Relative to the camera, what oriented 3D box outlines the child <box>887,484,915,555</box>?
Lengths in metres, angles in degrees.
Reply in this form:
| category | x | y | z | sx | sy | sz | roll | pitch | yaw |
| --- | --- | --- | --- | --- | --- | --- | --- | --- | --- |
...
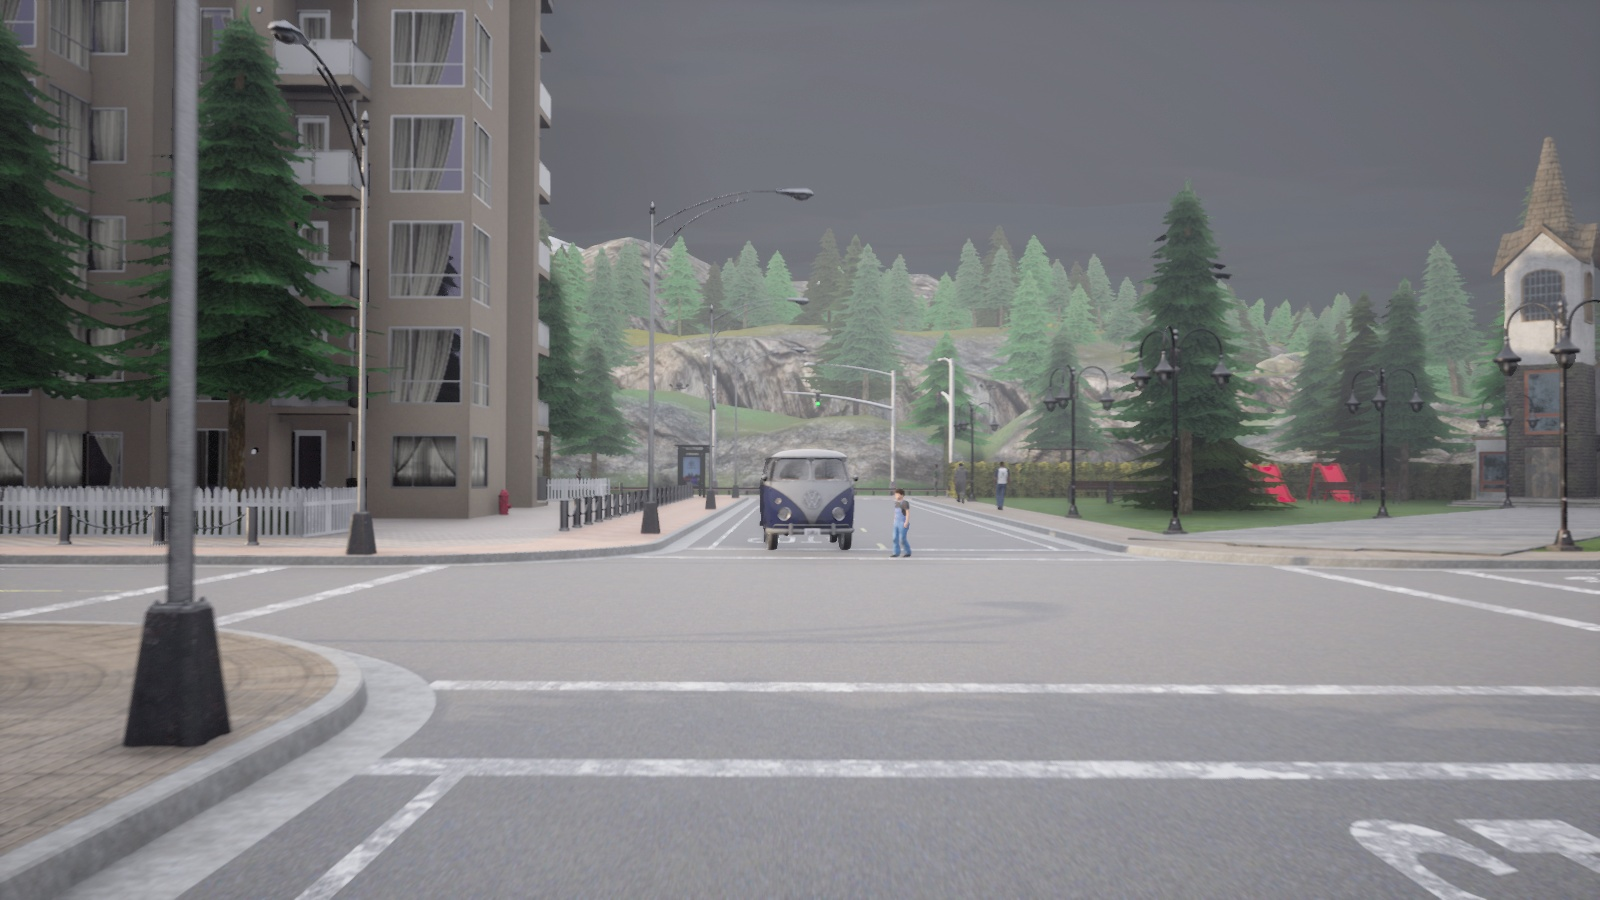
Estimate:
| category | x | y | z | sx | sy | sz | roll | pitch | yaw |
| --- | --- | --- | --- | --- | --- | --- | --- | --- | --- |
| child | 1.839 | 1.253 | 22.813 | 0.437 | 1.263 | 0.270 | 0 | -1 | -36 |

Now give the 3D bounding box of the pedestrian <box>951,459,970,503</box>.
| category | x | y | z | sx | sy | sz | roll | pitch | yaw |
| --- | --- | --- | --- | --- | --- | --- | --- | --- | --- |
| pedestrian | 7.142 | 1.383 | 55.927 | 0.659 | 1.952 | 0.873 | 0 | -1 | -2 |

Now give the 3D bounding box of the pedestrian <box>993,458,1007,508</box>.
| category | x | y | z | sx | sy | sz | roll | pitch | yaw |
| --- | --- | --- | --- | --- | --- | --- | --- | --- | --- |
| pedestrian | 7.379 | 1.221 | 46.320 | 0.354 | 1.836 | 0.706 | 0 | -1 | -2 |

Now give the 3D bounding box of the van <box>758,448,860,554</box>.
| category | x | y | z | sx | sy | sz | roll | pitch | yaw |
| --- | --- | --- | --- | --- | --- | --- | --- | --- | --- |
| van | 0.106 | 1.003 | 25.961 | 1.775 | 1.987 | 4.442 | 0 | -1 | -4 |
